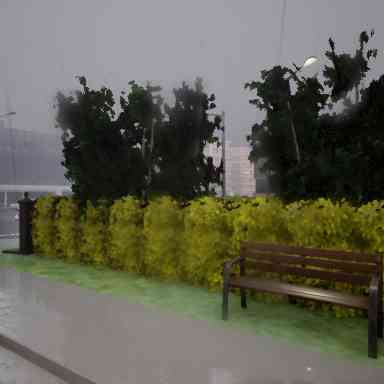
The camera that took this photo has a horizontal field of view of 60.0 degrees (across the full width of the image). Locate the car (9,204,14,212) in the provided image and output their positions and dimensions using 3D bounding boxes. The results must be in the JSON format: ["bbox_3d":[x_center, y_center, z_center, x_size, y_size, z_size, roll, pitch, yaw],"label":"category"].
[{"bbox_3d":[-18.543,1.477,38.297,1.812,1.442,4.674,0,0,33],"label":"car"}]

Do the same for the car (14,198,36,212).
[{"bbox_3d":[-10.345,1.461,25.240,1.882,1.535,5.008,0,0,35],"label":"car"}]
